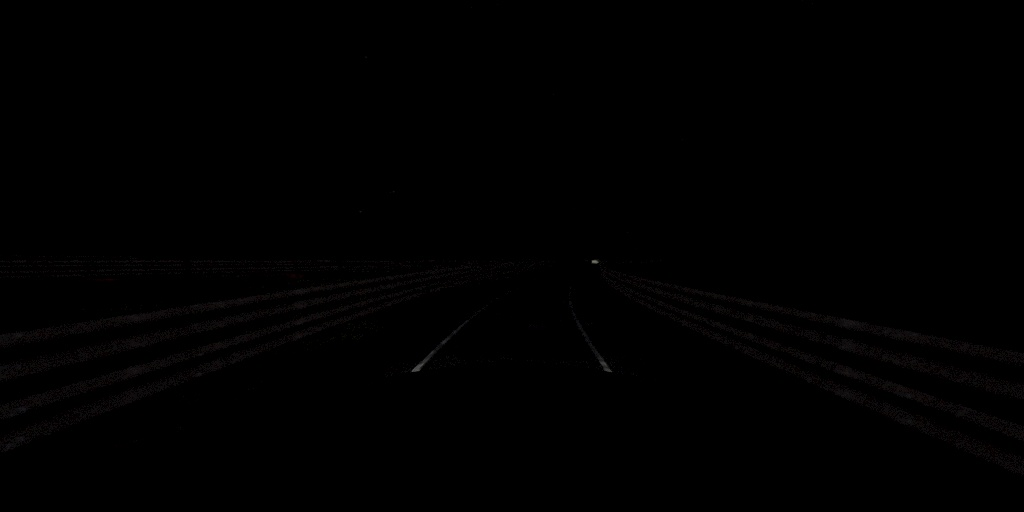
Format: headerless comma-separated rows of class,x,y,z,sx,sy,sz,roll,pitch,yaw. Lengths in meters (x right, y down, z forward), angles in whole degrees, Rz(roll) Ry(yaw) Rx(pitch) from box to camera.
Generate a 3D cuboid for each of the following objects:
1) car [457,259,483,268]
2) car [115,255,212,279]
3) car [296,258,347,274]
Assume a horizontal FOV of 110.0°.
car,-6.486,1.187,55.612,1.882,1.535,5.008,1,0,31
car,-24.556,0.736,25.560,1.882,1.535,5.008,1,0,31
car,-18.640,0.909,35.402,2.128,1.511,4.902,1,0,31
